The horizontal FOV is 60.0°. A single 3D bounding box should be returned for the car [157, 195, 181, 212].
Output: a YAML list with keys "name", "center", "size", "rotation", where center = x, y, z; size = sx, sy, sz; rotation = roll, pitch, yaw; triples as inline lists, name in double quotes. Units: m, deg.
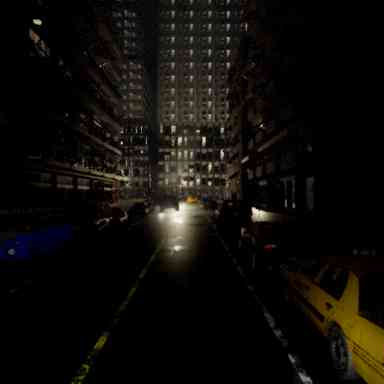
- name: "car"
  center: [-2.674, 1.354, 40.763]
  size: [2.150, 2.045, 5.566]
  rotation: [0, 0, 0]

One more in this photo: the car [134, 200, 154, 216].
- name: "car"
  center: [-5.244, 1.683, 33.314]
  size: [1.802, 1.307, 4.206]
  rotation: [0, 0, 0]

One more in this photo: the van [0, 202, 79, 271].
- name: "van"
  center: [-5.289, 1.370, 10.753]
  size: [1.690, 1.788, 3.998]
  rotation: [0, 0, 0]

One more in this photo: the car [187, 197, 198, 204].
- name: "car"
  center: [0.103, 1.705, 68.108]
  size: [1.882, 1.535, 5.008]
  rotation: [0, 0, -4]

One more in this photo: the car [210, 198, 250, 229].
- name: "car"
  center: [2.615, 1.386, 22.018]
  size: [2.192, 1.841, 5.009]
  rotation: [0, 0, 0]

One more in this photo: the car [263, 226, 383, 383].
- name: "car"
  center: [2.578, 1.544, 5.266]
  size: [1.752, 1.417, 4.829]
  rotation: [0, 0, 0]

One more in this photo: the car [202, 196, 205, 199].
- name: "car"
  center: [2.673, 1.694, 50.388]
  size: [1.752, 1.417, 4.829]
  rotation: [0, 0, 0]

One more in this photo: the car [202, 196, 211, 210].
- name: "car"
  center: [2.661, 1.673, 44.748]
  size: [1.752, 1.417, 4.829]
  rotation: [0, 0, 0]

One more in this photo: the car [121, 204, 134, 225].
- name: "car"
  center: [-5.267, 1.646, 22.033]
  size: [1.802, 1.307, 4.206]
  rotation: [0, 0, 0]

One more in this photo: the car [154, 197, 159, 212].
- name: "car"
  center: [-5.232, 1.646, 38.784]
  size: [1.752, 1.417, 4.829]
  rotation: [0, 0, 0]

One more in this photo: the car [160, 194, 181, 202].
- name: "car"
  center: [-4.944, 1.381, 76.915]
  size: [4.553, 1.767, 2.097]
  rotation: [1, 0, 30]

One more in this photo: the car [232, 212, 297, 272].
- name: "car"
  center: [2.589, 1.580, 10.736]
  size: [1.887, 1.381, 4.507]
  rotation: [0, 0, 0]

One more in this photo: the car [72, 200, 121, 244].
- name: "car"
  center: [-5.278, 1.361, 16.393]
  size: [2.192, 1.841, 5.009]
  rotation: [0, 0, 0]

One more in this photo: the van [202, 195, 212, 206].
- name: "van"
  center: [2.697, 1.551, 61.499]
  size: [1.690, 1.788, 3.998]
  rotation: [0, 0, 0]
